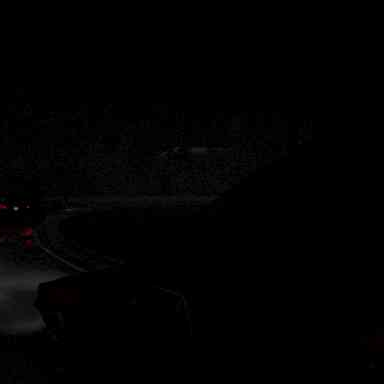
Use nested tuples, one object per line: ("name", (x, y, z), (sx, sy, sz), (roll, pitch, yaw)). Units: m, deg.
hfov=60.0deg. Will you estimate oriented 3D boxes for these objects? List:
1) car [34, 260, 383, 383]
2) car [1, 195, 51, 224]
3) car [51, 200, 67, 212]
("car", (-0.174, 1.611, 4.399), (4.718, 1.301, 1.895), (0, 0, 40))
("car", (-12.378, 1.210, 24.779), (2.150, 2.045, 5.566), (0, 0, -14))
("car", (-16.289, 1.560, 38.750), (1.994, 1.385, 4.181), (0, 0, 6))
